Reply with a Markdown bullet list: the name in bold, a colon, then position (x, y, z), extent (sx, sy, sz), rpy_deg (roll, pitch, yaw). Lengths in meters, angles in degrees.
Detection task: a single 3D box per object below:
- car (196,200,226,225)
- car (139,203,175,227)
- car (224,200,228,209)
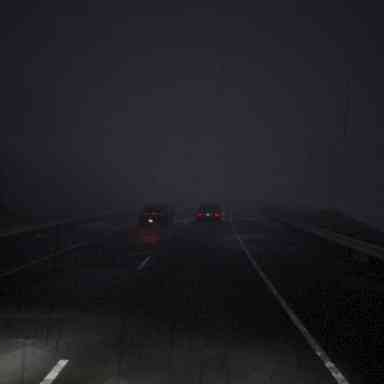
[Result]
- **car**: position (1.303, 1.562, 24.567), extent (2.033, 1.411, 5.357), rpy_deg (0, 0, 5)
- **car**: position (-2.343, 1.517, 22.872), extent (1.837, 1.490, 4.892), rpy_deg (0, 0, 5)
- **car**: position (3.517, 1.628, 42.265), extent (1.895, 1.301, 4.718), rpy_deg (0, 0, 9)
